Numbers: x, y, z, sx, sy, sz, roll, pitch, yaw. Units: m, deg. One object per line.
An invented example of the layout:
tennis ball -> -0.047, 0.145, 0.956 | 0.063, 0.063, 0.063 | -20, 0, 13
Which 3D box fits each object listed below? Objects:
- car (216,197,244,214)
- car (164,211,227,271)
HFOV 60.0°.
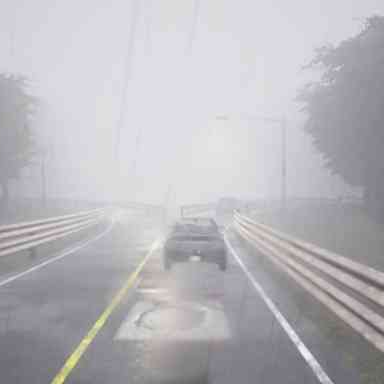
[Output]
car -> 4.097, 1.543, 35.538 | 2.150, 2.045, 5.566 | 0, 0, 18
car -> 0.132, 1.622, 11.450 | 2.128, 1.511, 4.902 | 0, -1, 1
